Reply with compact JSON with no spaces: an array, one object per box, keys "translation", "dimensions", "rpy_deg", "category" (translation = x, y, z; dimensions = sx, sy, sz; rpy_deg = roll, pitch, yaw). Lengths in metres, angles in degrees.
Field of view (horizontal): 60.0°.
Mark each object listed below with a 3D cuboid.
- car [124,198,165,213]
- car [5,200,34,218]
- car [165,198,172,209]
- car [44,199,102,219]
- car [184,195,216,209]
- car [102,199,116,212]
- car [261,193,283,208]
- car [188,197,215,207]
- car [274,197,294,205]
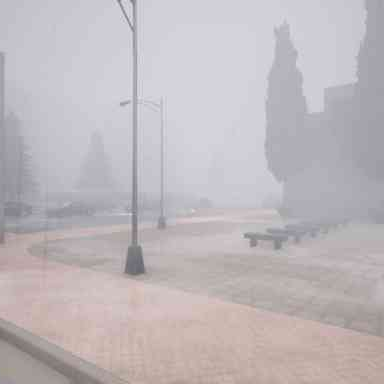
[{"translation":[-5.438,1.564,36.612],"dimensions":[1.994,1.385,4.181],"rpy_deg":[0,0,38],"category":"car"},{"translation":[-16.207,1.505,28.462],"dimensions":[1.837,1.490,4.892],"rpy_deg":[0,0,39],"category":"car"},{"translation":[-4.659,1.505,43.363],"dimensions":[1.837,1.490,4.892],"rpy_deg":[0,0,38],"category":"car"},{"translation":[-10.742,1.526,29.708],"dimensions":[1.812,1.442,4.674],"rpy_deg":[0,0,37],"category":"car"},{"translation":[0.902,1.505,44.834],"dimensions":[1.837,1.490,4.892],"rpy_deg":[0,0,38],"category":"car"},{"translation":[-10.424,1.491,35.890],"dimensions":[2.128,1.511,4.902],"rpy_deg":[0,0,38],"category":"car"},{"translation":[11.855,1.353,47.275],"dimensions":[2.097,1.767,4.553],"rpy_deg":[0,0,38],"category":"car"},{"translation":[1.493,1.564,51.303],"dimensions":[1.994,1.385,4.181],"rpy_deg":[0,0,38],"category":"car"},{"translation":[16.398,1.564,58.909],"dimensions":[1.994,1.385,4.181],"rpy_deg":[0,0,38],"category":"car"}]
